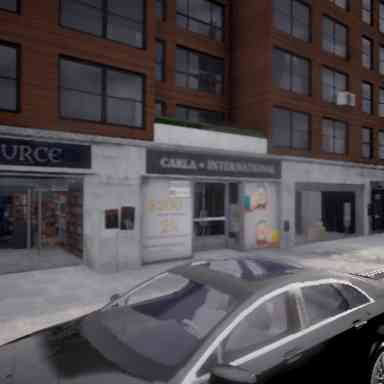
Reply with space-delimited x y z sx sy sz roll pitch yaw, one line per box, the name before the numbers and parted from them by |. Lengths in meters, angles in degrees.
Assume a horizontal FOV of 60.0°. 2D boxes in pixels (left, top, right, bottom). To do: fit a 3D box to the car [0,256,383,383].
car | 0.305 1.498 3.287 4.902 1.511 2.128 0 0 -35
